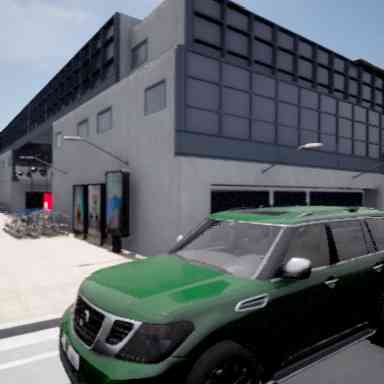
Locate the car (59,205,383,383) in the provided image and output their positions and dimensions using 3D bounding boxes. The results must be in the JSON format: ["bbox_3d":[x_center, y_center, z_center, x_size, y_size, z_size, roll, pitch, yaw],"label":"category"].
[{"bbox_3d":[1.118,1.251,4.794,5.566,2.045,2.150,1,0,-36],"label":"car"}]
